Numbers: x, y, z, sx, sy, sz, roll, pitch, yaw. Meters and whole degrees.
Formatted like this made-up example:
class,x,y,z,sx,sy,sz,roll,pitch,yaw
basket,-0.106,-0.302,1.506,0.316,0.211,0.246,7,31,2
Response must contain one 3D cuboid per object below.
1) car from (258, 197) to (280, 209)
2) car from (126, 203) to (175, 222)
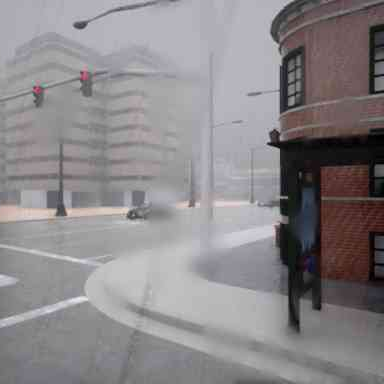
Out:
class,x,y,z,sx,sy,sz,roll,pitch,yaw
car,10.779,1.478,46.300,2.128,1.511,4.902,0,0,36
car,-3.238,1.550,26.580,1.994,1.385,4.181,0,0,35
